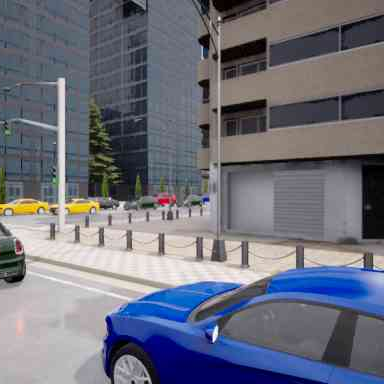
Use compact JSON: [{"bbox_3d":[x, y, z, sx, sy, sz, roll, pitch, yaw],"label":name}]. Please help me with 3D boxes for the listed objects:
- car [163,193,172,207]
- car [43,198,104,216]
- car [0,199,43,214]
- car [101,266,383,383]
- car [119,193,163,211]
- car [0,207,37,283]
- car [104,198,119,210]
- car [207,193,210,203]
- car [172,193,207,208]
[{"bbox_3d":[-4.546,1.166,48.209,2.150,2.045,5.566,0,0,36],"label":"car"},{"bbox_3d":[-11.484,1.422,32.675,1.882,1.535,5.008,0,0,36],"label":"car"},{"bbox_3d":[-16.340,1.422,31.948,1.882,1.535,5.008,0,0,36],"label":"car"},{"bbox_3d":[1.254,1.478,3.097,5.008,1.535,1.882,0,0,36],"label":"car"},{"bbox_3d":[-6.111,1.296,40.092,2.097,1.767,4.553,0,0,36],"label":"car"},{"bbox_3d":[-6.240,1.352,8.441,4.553,1.767,2.097,0,0,36],"label":"car"},{"bbox_3d":[-10.823,1.436,39.554,2.128,1.511,4.902,0,0,36],"label":"car"},{"bbox_3d":[1.739,1.166,56.829,2.150,2.045,5.566,0,0,36],"label":"car"},{"bbox_3d":[-0.300,1.296,48.098,2.097,1.767,4.553,0,0,36],"label":"car"}]
